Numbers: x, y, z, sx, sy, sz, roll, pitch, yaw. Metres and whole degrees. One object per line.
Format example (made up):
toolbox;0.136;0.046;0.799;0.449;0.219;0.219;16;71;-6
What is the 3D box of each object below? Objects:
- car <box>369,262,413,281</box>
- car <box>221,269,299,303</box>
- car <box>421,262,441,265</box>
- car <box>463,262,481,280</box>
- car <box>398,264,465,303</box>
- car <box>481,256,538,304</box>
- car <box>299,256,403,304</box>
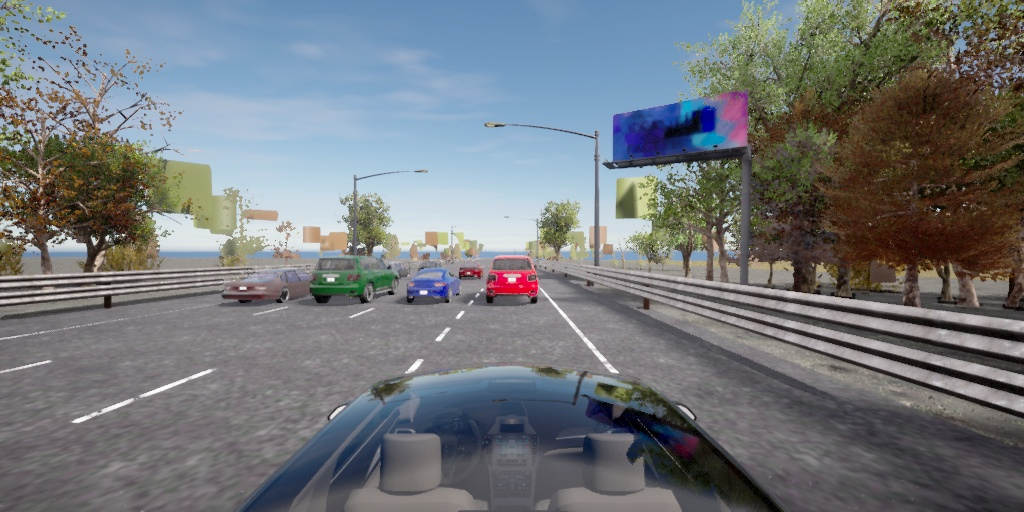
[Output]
car;-10.500;1.309;31.503;2.033;1.411;5.357;0;0;0
car;-10.499;1.309;16.502;2.033;1.411;5.357;0;0;0
car;-7.000;1.262;31.503;1.837;1.490;4.892;0;0;0
car;-3.500;1.230;31.503;1.882;1.535;5.008;0;0;0
car;-3.500;1.279;16.502;1.812;1.442;4.674;0;0;0
car;0.001;1.004;16.531;2.150;2.045;5.566;0;0;0
car;-7.000;1.004;16.530;2.150;2.045;5.566;0;0;0
